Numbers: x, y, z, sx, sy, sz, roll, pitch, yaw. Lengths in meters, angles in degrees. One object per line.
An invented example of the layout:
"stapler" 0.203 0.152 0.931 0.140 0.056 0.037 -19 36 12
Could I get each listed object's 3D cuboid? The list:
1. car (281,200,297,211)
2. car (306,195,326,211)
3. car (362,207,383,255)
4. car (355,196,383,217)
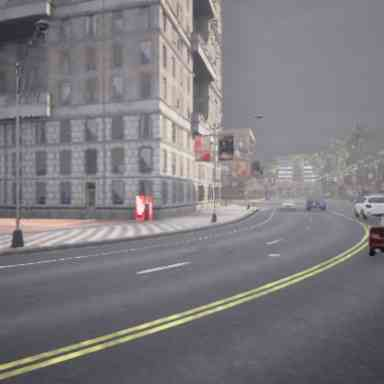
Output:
"car" 13.114 1.782 45.181 1.812 1.442 4.674 0 -1 16
"car" 16.542 1.447 44.441 2.150 2.045 5.566 0 -1 16
"car" 8.154 1.532 12.787 1.882 1.535 5.008 0 0 37
"car" 16.138 1.357 29.773 2.150 2.045 5.566 0 0 17
